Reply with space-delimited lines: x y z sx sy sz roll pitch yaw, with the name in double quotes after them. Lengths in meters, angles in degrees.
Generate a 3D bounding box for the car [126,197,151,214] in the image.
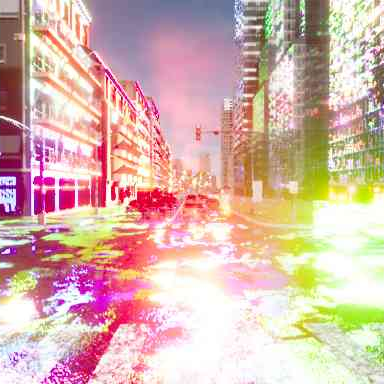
-5.815 1.536 35.328 1.887 1.381 4.507 -1 0 0 "car"

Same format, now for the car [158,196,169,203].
-5.925 1.575 69.222 1.802 1.307 4.206 -1 0 0 "car"

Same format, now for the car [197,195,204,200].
2.347 1.524 92.073 1.752 1.417 4.829 -1 0 0 "car"

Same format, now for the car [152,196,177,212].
-3.215 1.555 39.041 1.994 1.385 4.181 0 0 0 "car"

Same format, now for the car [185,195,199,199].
-0.093 1.499 60.118 1.837 1.490 4.892 0 0 0 "car"

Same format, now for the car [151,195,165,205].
-5.890 1.432 57.923 1.967 1.590 4.097 -1 0 0 "car"

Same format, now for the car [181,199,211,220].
0.113 1.540 27.616 2.033 1.411 5.357 0 0 -2 "car"

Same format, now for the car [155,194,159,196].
-5.873 1.306 52.275 2.192 1.841 5.009 -1 0 0 "car"

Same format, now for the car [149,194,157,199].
-5.835 1.431 40.977 1.967 1.590 4.097 -1 0 0 "car"

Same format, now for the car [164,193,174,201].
-5.984 1.312 86.169 2.192 1.841 5.009 -1 0 0 "car"

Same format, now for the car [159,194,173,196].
-3.247 1.482 49.163 2.128 1.511 4.902 0 0 0 "car"

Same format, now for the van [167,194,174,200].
-6.002 1.339 91.816 1.690 1.788 3.998 -1 0 0 "van"

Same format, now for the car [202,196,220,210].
2.513 1.536 41.062 1.887 1.381 4.507 -1 0 0 "car"

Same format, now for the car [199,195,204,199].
2.440 1.543 63.657 2.008 1.369 4.403 -1 0 0 "car"

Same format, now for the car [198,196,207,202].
2.403 1.539 74.955 1.887 1.381 4.507 -1 0 0 "car"

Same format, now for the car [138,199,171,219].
-3.193 1.556 29.115 1.994 1.385 4.181 0 0 0 "car"
